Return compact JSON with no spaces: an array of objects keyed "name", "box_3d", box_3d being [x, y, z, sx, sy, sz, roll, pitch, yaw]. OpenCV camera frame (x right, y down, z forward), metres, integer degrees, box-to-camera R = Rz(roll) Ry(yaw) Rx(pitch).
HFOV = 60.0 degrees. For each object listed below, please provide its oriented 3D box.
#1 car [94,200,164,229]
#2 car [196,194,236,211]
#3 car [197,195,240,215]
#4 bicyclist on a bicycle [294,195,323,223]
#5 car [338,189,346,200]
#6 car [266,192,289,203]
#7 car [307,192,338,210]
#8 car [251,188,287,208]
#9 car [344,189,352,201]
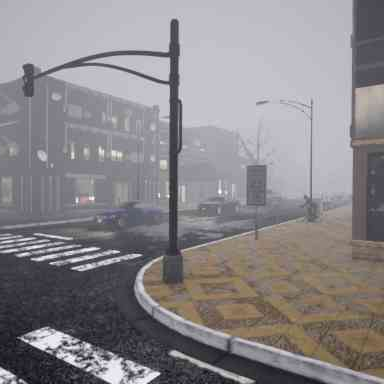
[{"name":"car","box_3d":[-3.596,1.248,19.835,1.812,1.442,4.674,1,1,37]},{"name":"car","box_3d":[2.450,1.011,33.334,2.008,1.369,4.403,2,2,35]},{"name":"car","box_3d":[2.351,1.028,28.431,1.882,1.535,5.008,1,1,35]},{"name":"bicyclist on a bicycle","box_3d":[6.834,1.003,19.557,1.656,1.620,0.582,0,1,35]},{"name":"car","box_3d":[23.611,0.645,53.521,1.895,1.301,4.718,1,1,35]},{"name":"car","box_3d":[12.165,0.767,47.200,1.802,1.307,4.206,2,2,35]},{"name":"car","box_3d":[12.711,0.993,33.025,2.008,1.369,4.403,2,2,35]},{"name":"car","box_3d":[8.368,0.599,37.100,2.150,2.045,5.566,1,1,35]},{"name":"car","box_3d":[25.475,0.619,51.642,1.887,1.381,4.507,2,2,35]}]
